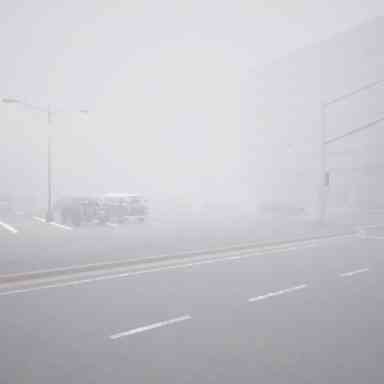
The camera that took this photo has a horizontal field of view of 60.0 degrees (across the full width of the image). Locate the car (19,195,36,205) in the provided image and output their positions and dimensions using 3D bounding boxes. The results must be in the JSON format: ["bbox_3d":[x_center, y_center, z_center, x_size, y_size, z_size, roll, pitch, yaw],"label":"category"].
[{"bbox_3d":[-27.331,1.209,55.321,1.932,1.855,4.605,0,0,-35],"label":"car"}]

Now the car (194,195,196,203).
[{"bbox_3d":[-1.521,1.277,61.582,2.150,2.045,5.566,0,0,-35],"label":"car"}]

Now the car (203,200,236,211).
[{"bbox_3d":[3.475,1.656,42.174,1.895,1.301,4.718,0,0,-35],"label":"car"}]

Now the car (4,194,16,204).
[{"bbox_3d":[-29.725,1.212,53.694,1.905,1.878,3.866,0,0,-35],"label":"car"}]

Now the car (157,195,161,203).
[{"bbox_3d":[-3.574,1.533,58.429,1.882,1.535,5.008,0,0,-36],"label":"car"}]

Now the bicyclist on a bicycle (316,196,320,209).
[{"bbox_3d":[16.475,1.356,42.858,1.656,1.620,0.582,0,0,-35],"label":"bicyclist on a bicycle"}]

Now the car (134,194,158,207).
[{"bbox_3d":[-8.989,1.547,66.007,2.128,1.511,4.902,0,0,-35],"label":"car"}]

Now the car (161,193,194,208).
[{"bbox_3d":[-2.247,1.407,50.223,2.097,1.767,4.553,0,0,-35],"label":"car"}]

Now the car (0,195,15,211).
[{"bbox_3d":[-21.843,1.451,37.873,1.970,1.475,3.806,0,0,-35],"label":"car"}]

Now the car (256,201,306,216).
[{"bbox_3d":[9.053,1.603,34.350,2.033,1.411,5.357,0,0,-36],"label":"car"}]

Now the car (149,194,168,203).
[{"bbox_3d":[-7.056,1.407,69.343,2.097,1.767,4.553,0,0,-35],"label":"car"}]
